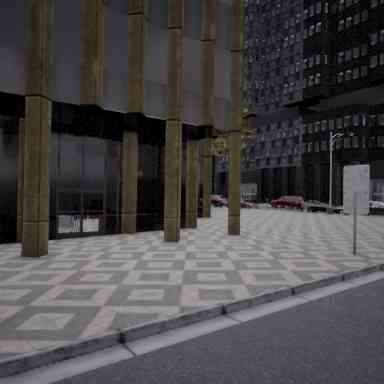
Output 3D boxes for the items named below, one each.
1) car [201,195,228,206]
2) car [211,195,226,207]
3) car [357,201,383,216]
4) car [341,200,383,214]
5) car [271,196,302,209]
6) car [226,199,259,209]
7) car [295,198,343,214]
[{"bbox_3d":[4.103,1.511,61.221,2.192,1.841,5.009,1,-1,-35],"label":"car"},{"bbox_3d":[3.543,1.311,47.291,2.192,1.841,5.009,1,-1,-35],"label":"car"},{"bbox_3d":[16.308,1.517,29.309,2.008,1.369,4.403,1,-1,-35],"label":"car"},{"bbox_3d":[20.060,1.707,38.746,2.008,1.369,4.403,1,-1,-35],"label":"car"},{"bbox_3d":[13.679,1.486,47.737,2.192,1.841,5.009,1,-1,-35],"label":"car"},{"bbox_3d":[6.731,1.570,42.793,1.802,1.307,4.206,1,-1,-35],"label":"car"},{"bbox_3d":[13.115,1.539,33.803,1.947,1.339,4.313,1,-1,-35],"label":"car"}]
